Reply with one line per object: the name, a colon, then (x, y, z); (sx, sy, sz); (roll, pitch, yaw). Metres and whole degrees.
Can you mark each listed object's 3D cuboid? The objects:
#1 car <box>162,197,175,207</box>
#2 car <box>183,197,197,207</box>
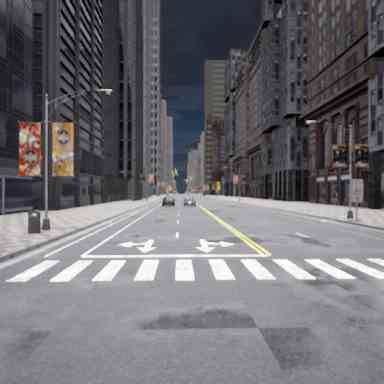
car: (-3.628, 1.451, 51.764); (1.882, 1.535, 5.008); (0, 0, -2)
car: (-0.380, 1.471, 51.880); (2.128, 1.511, 4.902); (0, 0, -2)
